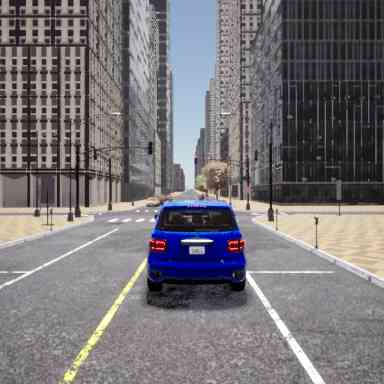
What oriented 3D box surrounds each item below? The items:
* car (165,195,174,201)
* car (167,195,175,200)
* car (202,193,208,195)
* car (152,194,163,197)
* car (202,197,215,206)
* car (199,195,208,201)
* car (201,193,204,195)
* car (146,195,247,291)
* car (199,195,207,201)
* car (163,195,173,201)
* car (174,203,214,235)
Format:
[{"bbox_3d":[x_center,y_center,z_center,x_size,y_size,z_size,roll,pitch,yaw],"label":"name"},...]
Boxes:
[{"bbox_3d":[-5.691,1.428,84.339,2.008,1.369,4.403,0,0,0],"label":"car"},{"bbox_3d":[-5.691,1.411,90.014,2.008,1.369,4.403,0,0,0],"label":"car"},{"bbox_3d":[2.821,1.400,50.283,1.967,1.590,4.097,0,0,0],"label":"car"},{"bbox_3d":[-5.819,1.486,50.113,1.752,1.417,4.829,0,0,0],"label":"car"},{"bbox_3d":[2.790,1.500,55.961,2.008,1.369,4.403,0,0,0],"label":"car"},{"bbox_3d":[2.690,1.419,78.829,1.752,1.417,4.829,0,0,0],"label":"car"},{"bbox_3d":[2.692,1.224,72.984,2.192,1.841,5.009,0,0,0],"label":"car"},{"bbox_3d":[0.098,1.221,9.112,2.150,2.045,5.566,0,0,0],"label":"car"},{"bbox_3d":[2.690,1.422,84.333,1.887,1.381,4.507,0,0,0],"label":"car"},{"bbox_3d":[-5.691,1.438,78.663,1.887,1.381,4.507,0,0,0],"label":"car"},{"bbox_3d":[0.095,1.486,19.842,2.128,1.511,4.902,0,0,0],"label":"car"}]
